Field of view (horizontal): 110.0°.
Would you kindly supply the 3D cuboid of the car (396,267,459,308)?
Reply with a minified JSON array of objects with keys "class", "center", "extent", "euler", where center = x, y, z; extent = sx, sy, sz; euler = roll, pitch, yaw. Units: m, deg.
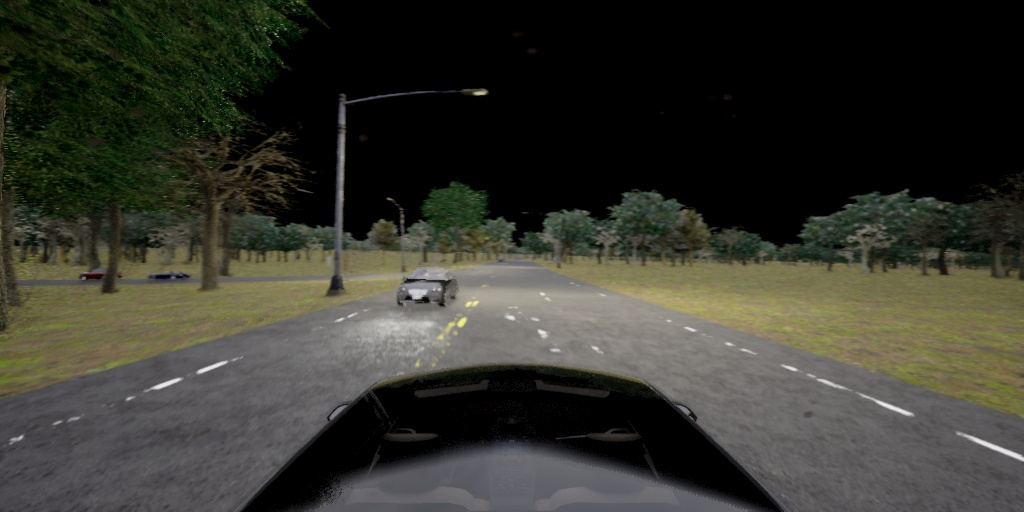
[{"class":"car","center":[-3.428,1.223,15.306],"extent":[2.128,1.511,4.902],"euler":[2,0,-1]}]
